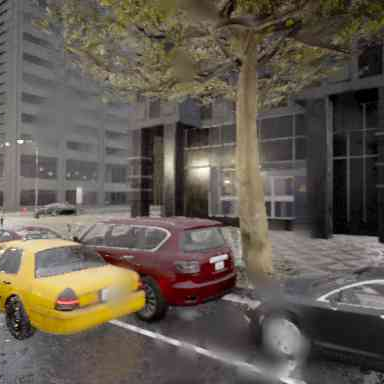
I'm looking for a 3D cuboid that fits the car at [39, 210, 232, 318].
[{"bbox_3d":[-1.402,1.490,7.684,5.009,1.841,2.192,-1,-1,37],"label":"car"}]

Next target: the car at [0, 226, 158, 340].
[{"bbox_3d":[-3.347,1.603,6.810,5.366,1.575,1.801,-1,-2,37],"label":"car"}]

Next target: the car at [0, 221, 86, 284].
[{"bbox_3d":[-5.645,1.775,10.837,4.507,1.381,1.887,-1,-1,37],"label":"car"}]

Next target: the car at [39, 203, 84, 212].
[{"bbox_3d":[-14.217,1.948,36.600,2.128,1.511,4.902,-1,0,37],"label":"car"}]

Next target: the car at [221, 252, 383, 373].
[{"bbox_3d":[2.841,1.671,4.522,4.403,1.369,2.008,-1,-1,37],"label":"car"}]
